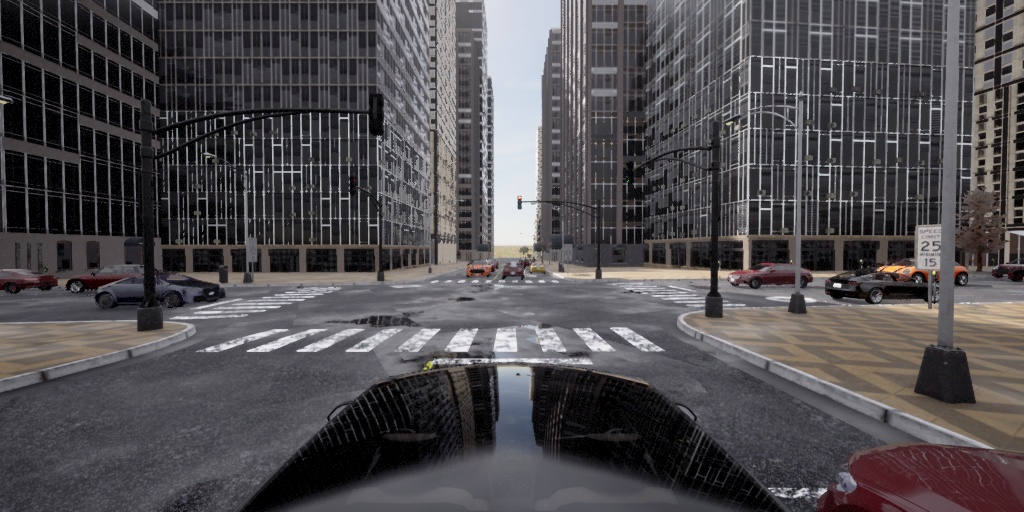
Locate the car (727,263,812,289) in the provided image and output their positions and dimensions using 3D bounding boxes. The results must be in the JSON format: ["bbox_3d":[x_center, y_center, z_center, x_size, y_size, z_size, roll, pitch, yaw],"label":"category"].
[{"bbox_3d":[15.392,1.135,21.437,4.674,1.442,1.812,0,1,-5],"label":"car"}]

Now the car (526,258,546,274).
[{"bbox_3d":[2.805,1.254,39.933,1.751,1.417,4.829,0,0,0],"label":"car"}]

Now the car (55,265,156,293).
[{"bbox_3d":[-22.579,1.216,20.528,4.097,1.591,1.967,0,0,-5],"label":"car"}]

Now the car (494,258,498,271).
[{"bbox_3d":[-3.116,1.203,44.214,1.882,1.535,5.008,0,0,0],"label":"car"}]

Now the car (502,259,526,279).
[{"bbox_3d":[0.106,1.260,32.445,1.812,1.442,4.674,0,0,1],"label":"car"}]

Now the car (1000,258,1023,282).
[{"bbox_3d":[35.348,0.845,23.267,4.553,1.767,2.097,0,1,-5],"label":"car"}]

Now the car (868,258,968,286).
[{"bbox_3d":[25.339,0.904,22.347,4.553,1.767,2.097,0,1,-5],"label":"car"}]

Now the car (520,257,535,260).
[{"bbox_3d":[2.709,1.028,55.015,2.192,1.841,5.009,0,0,0],"label":"car"}]

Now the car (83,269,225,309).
[{"bbox_3d":[-14.785,1.421,15.217,4.181,1.385,1.994,0,1,-1],"label":"car"}]

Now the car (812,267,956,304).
[{"bbox_3d":[16.124,1.293,15.693,4.313,1.339,1.948,0,0,-5],"label":"car"}]

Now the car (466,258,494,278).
[{"bbox_3d":[-3.112,1.085,34.279,2.097,1.767,4.553,0,0,0],"label":"car"}]

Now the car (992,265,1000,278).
[{"bbox_3d":[37.693,0.864,26.110,4.097,1.591,1.967,0,0,-5],"label":"car"}]

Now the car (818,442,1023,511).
[{"bbox_3d":[2.692,1.333,0.395,1.802,1.307,4.207,0,0,0],"label":"car"}]

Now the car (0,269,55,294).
[{"bbox_3d":[-28.204,1.391,20.004,4.207,1.307,1.802,0,0,-5],"label":"car"}]
